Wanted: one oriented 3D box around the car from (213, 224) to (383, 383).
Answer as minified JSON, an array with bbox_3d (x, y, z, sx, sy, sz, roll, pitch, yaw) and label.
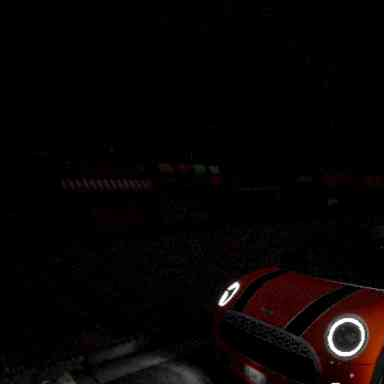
[{"bbox_3d":[2.471,1.323,4.808,4.553,1.767,2.097,0,0,-36],"label":"car"}]
